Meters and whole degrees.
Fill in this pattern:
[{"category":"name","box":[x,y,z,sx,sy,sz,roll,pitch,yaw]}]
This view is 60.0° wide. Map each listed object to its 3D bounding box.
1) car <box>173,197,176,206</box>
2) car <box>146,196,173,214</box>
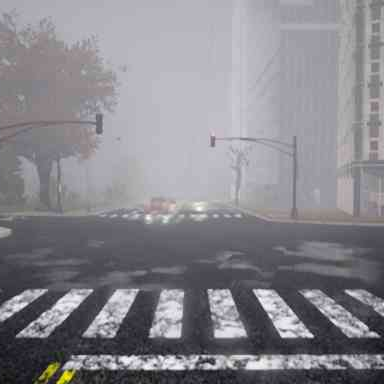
[{"category":"car","box":[-3.490,1.462,54.306,2.033,1.411,5.357,0,0,0]},{"category":"car","box":[-3.399,1.250,33.660,2.097,1.767,4.553,0,0,0]}]
